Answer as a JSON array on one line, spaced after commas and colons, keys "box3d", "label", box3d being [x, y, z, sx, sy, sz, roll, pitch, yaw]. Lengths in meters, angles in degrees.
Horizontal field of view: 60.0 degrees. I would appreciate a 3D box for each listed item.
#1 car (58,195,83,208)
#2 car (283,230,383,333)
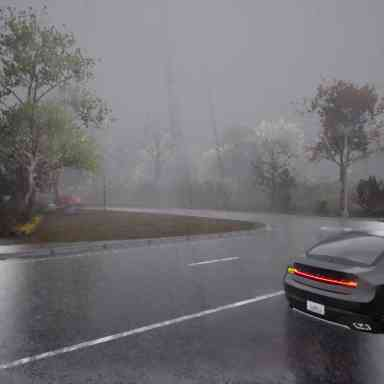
[{"box3d": [-18.567, 1.409, 49.482, 5.566, 2.045, 2.150, -1, -1, 37], "label": "car"}, {"box3d": [3.841, 1.505, 6.458, 4.892, 1.490, 1.837, 0, 0, -36], "label": "car"}]
